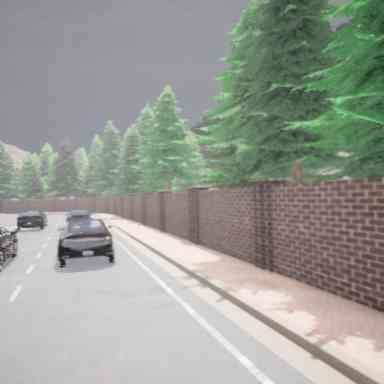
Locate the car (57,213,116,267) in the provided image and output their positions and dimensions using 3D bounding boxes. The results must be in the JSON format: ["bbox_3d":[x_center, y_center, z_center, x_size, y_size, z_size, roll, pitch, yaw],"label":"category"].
[{"bbox_3d":[-4.097,1.783,12.844,2.128,1.511,4.902,-1,-1,-19],"label":"car"}]

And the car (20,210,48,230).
[{"bbox_3d":[-12.837,2.210,26.929,1.882,1.535,5.008,-1,0,-19],"label":"car"}]

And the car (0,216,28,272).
[{"bbox_3d":[-7.395,1.864,11.676,2.128,1.511,4.902,-1,-1,-19],"label":"car"}]

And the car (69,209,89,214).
[{"bbox_3d":[-9.160,2.132,27.010,1.837,1.490,4.892,-1,0,-19],"label":"car"}]
